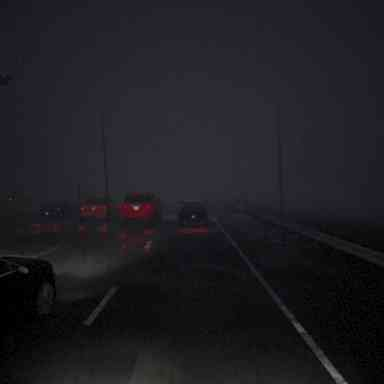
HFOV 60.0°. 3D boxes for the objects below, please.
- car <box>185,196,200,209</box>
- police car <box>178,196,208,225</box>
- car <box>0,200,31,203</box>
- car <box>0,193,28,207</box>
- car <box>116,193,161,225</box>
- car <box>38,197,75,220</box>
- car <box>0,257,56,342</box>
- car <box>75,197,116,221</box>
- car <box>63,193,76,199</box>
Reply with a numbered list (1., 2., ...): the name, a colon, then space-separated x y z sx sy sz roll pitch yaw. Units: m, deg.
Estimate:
1. car: 0.059 1.259 40.993 1.812 1.442 4.674 0 0 0
2. police car: 0.077 1.277 22.754 1.930 1.638 5.238 0 1 0
3. car: -21.130 1.208 41.268 1.882 1.535 5.008 0 0 0
4. car: -24.624 1.055 45.406 2.097 1.767 4.553 0 0 0
5. car: -3.422 1.071 23.034 2.150 2.045 5.566 0 0 0
6. car: -10.426 1.355 26.159 1.812 1.442 4.674 0 0 0
7. car: -3.404 1.463 4.194 2.128 1.511 4.902 0 0 0
8. car: -6.924 1.185 25.499 2.097 1.767 4.553 0 0 0
9. car: -30.837 0.964 84.090 2.128 1.511 4.902 0 0 -9
